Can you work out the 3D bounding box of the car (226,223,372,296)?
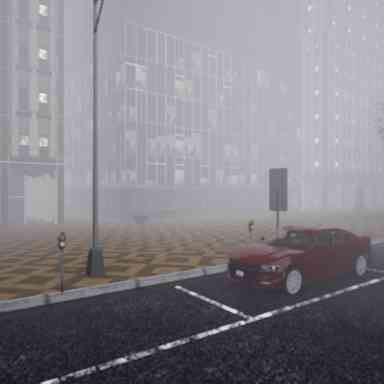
[{"bbox_3d":[2.883,1.544,8.617,4.507,1.381,1.887,0,0,-36],"label":"car"}]
